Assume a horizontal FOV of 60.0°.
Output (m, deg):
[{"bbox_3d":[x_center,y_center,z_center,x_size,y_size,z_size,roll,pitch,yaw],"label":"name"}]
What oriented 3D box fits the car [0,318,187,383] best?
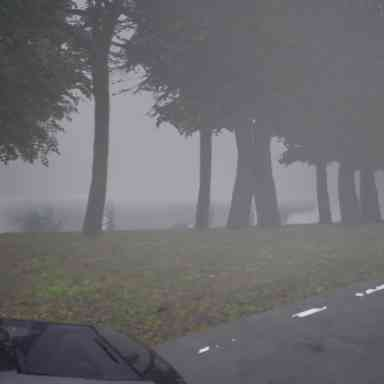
[{"bbox_3d":[-1.929,1.564,1.689,4.181,1.385,1.994,0,0,-35],"label":"car"}]
